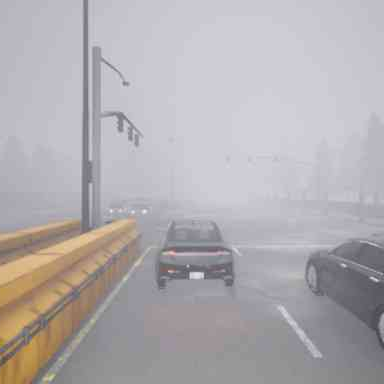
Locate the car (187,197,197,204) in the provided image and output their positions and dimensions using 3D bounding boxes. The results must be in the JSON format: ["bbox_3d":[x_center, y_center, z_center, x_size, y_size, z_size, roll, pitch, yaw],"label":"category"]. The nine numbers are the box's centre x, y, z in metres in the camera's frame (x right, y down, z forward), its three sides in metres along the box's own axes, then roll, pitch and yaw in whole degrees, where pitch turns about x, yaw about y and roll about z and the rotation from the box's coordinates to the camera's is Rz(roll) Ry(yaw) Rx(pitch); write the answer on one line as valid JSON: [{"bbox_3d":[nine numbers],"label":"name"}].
[{"bbox_3d":[-0.004,1.832,70.429,1.812,1.442,4.674,0,0,0],"label":"car"}]

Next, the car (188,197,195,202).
[{"bbox_3d":[-0.089,1.939,88.762,1.994,1.385,4.181,0,0,0],"label":"car"}]

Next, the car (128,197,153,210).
[{"bbox_3d":[-7.145,1.555,46.367,2.097,1.767,4.553,0,0,0],"label":"car"}]

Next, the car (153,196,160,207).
[{"bbox_3d":[-7.144,1.791,55.840,2.033,1.411,5.357,0,0,0],"label":"car"}]

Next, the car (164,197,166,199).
[{"bbox_3d":[-7.076,1.685,75.630,2.097,1.767,4.553,0,0,0],"label":"car"}]

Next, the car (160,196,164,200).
[{"bbox_3d":[-7.102,1.812,65.654,1.812,1.442,4.674,0,0,0],"label":"car"}]

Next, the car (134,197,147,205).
[{"bbox_3d":[-10.569,1.779,68.929,1.882,1.535,5.008,0,0,0],"label":"car"}]

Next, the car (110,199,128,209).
[{"bbox_3d":[-10.647,1.762,49.055,2.033,1.411,5.357,0,0,0],"label":"car"}]

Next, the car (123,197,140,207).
[{"bbox_3d":[-10.636,1.749,58.841,2.128,1.511,4.902,0,0,0],"label":"car"}]

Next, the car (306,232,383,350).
[{"bbox_3d":[3.595,1.533,5.922,1.837,1.490,4.892,0,0,0],"label":"car"}]

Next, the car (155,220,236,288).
[{"bbox_3d":[0.031,1.534,9.359,2.128,1.511,4.902,0,0,-2],"label":"car"}]
